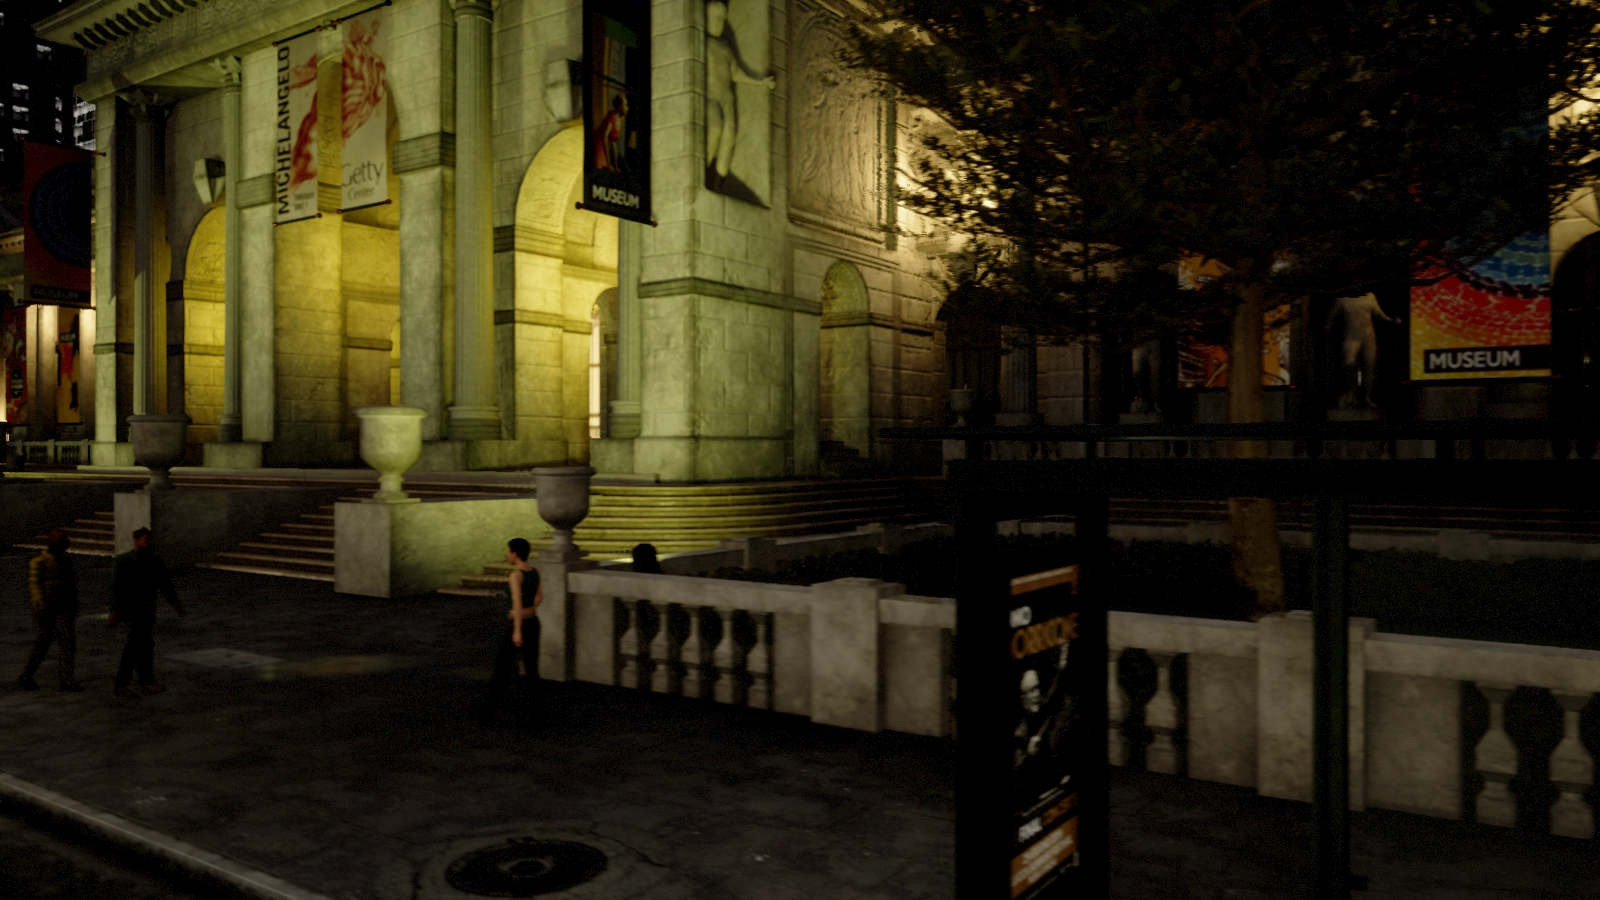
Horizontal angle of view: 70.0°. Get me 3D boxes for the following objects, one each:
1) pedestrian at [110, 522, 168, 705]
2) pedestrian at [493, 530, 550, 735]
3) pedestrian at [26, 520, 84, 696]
[{"bbox_3d":[-6.973,1.707,12.055,0.375,1.860,0.375,0,0,24],"label":"pedestrian"},{"bbox_3d":[-2.638,1.705,10.825,0.375,1.860,0.375,0,0,26],"label":"pedestrian"},{"bbox_3d":[-8.146,1.707,12.497,0.375,1.860,0.375,0,0,20],"label":"pedestrian"}]
